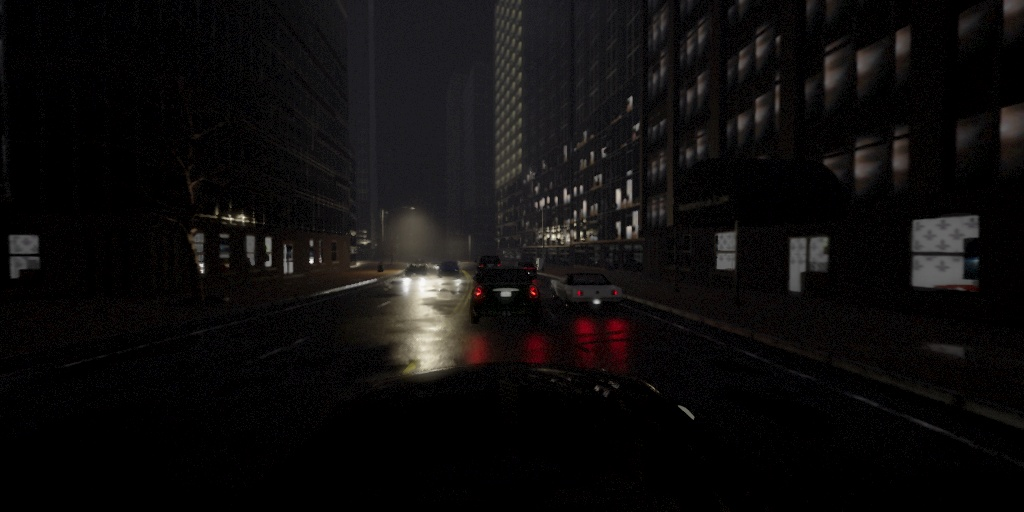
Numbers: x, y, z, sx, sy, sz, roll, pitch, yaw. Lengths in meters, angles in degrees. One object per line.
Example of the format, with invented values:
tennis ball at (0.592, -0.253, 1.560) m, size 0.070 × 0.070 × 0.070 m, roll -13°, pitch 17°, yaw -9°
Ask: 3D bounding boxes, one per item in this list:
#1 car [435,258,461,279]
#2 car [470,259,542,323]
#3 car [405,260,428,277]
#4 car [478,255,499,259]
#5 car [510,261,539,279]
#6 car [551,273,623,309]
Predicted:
car at (-5.724, 1.214, 32.815) m, size 1.882 × 1.535 × 5.008 m, roll 0°, pitch 0°, yaw -8°
car at (-0.266, 1.096, 12.307) m, size 2.097 × 1.767 × 4.553 m, roll 0°, pitch 0°, yaw -3°
car at (-9.405, 1.349, 35.501) m, size 1.895 × 1.301 × 4.718 m, roll 0°, pitch 0°, yaw -9°
car at (-2.158, 0.944, 32.343) m, size 2.150 × 2.045 × 5.566 m, roll 0°, pitch 0°, yaw -8°
car at (1.030, 1.213, 32.870) m, size 1.837 × 1.490 × 4.892 m, roll 0°, pitch 0°, yaw -8°
car at (2.866, 1.334, 14.878) m, size 1.895 × 1.301 × 4.718 m, roll 0°, pitch 0°, yaw -3°
